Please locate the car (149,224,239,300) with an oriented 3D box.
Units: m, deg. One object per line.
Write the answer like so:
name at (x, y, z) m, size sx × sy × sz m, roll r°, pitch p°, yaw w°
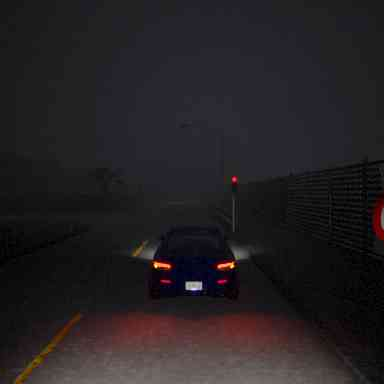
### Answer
car at (0.055, 1.526, 8.290) m, size 1.812 × 1.442 × 4.674 m, roll 0°, pitch 0°, yaw 1°
